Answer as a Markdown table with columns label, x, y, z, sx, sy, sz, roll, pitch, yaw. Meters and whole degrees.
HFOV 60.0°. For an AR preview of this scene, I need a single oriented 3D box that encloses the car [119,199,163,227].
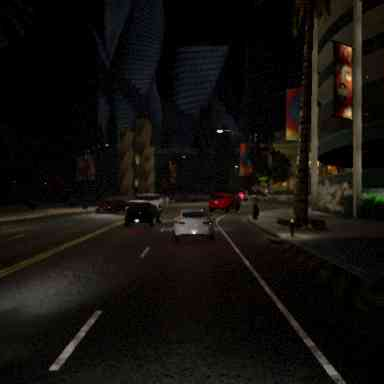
| label | x | y | z | sx | sy | sz | roll | pitch | yaw |
| --- | --- | --- | --- | --- | --- | --- | --- | --- | --- |
| car | -3.243 | 1.508 | 22.816 | 1.837 | 1.490 | 4.892 | 0 | 0 | 3 |

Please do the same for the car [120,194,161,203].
| label | x | y | z | sx | sy | sz | roll | pitch | yaw |
| --- | --- | --- | --- | --- | --- | --- | --- | --- | --- |
| car | -4.925 | 1.227 | 35.004 | 2.150 | 2.045 | 5.566 | 0 | 0 | 19 |

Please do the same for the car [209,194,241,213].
| label | x | y | z | sx | sy | sz | roll | pitch | yaw |
| --- | --- | --- | --- | --- | --- | --- | --- | --- | --- |
| car | 3.766 | 1.226 | 37.547 | 2.150 | 2.045 | 5.566 | 0 | 0 | 26 |

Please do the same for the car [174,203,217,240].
| label | x | y | z | sx | sy | sz | roll | pitch | yaw |
| --- | --- | --- | --- | --- | --- | --- | --- | --- | --- |
| car | 0.089 | 1.528 | 16.841 | 1.812 | 1.442 | 4.674 | 0 | 0 | 0 |

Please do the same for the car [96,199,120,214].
| label | x | y | z | sx | sy | sz | roll | pitch | yaw |
| --- | --- | --- | --- | --- | --- | --- | --- | --- | --- |
| car | -8.330 | 1.530 | 35.503 | 1.812 | 1.442 | 4.674 | 0 | 0 | 18 |
